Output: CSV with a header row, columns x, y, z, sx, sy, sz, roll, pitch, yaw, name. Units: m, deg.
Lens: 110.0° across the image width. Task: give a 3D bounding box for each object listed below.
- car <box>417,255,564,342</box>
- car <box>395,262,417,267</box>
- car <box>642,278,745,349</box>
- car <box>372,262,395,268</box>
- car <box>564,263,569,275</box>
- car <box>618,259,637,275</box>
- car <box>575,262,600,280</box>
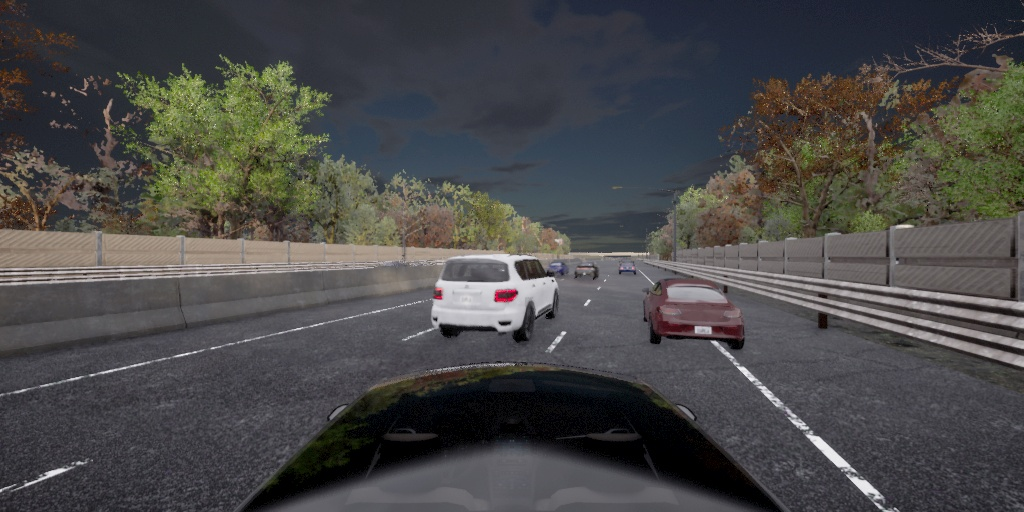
x,y,z,sx,sy,sz,roll,pitch,yaw,name
-0.148,0.978,10.093,2.150,2.045,5.566,0,0,17,car
-9.927,1.372,38.045,1.895,1.301,4.718,0,0,17,car
4.411,1.280,9.177,1.812,1.442,4.674,0,0,17,car
-13.195,1.319,39.311,2.033,1.411,5.357,0,0,17,car
4.807,1.298,37.585,1.812,1.442,4.674,0,0,18,car
13.030,1.323,40.439,2.033,1.411,5.357,0,0,18,car
6.770,1.260,32.135,2.128,1.511,4.902,0,0,17,car
